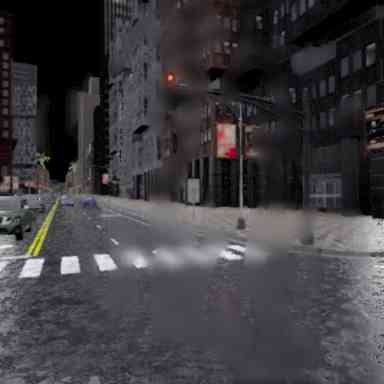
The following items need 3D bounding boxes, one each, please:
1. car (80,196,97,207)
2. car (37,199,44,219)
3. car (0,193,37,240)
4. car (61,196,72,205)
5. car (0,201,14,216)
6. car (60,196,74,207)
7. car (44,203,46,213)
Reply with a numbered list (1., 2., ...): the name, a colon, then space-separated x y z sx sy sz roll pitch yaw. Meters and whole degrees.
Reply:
1. car: -15.982 1.519 51.915 1.882 1.535 5.008 0 0 -21
2. car: -13.101 1.542 26.080 2.128 1.511 4.902 0 0 -21
3. car: -9.569 1.259 17.041 2.150 2.045 5.566 0 0 -20
4. car: -23.141 1.529 61.332 1.882 1.535 5.008 0 0 -21
5. car: -19.843 1.674 34.453 1.895 1.301 4.718 0 0 -21
6. car: -19.296 1.601 51.510 2.033 1.411 5.357 0 0 -21
7. car: -16.841 1.552 35.706 2.128 1.511 4.902 0 0 -21
